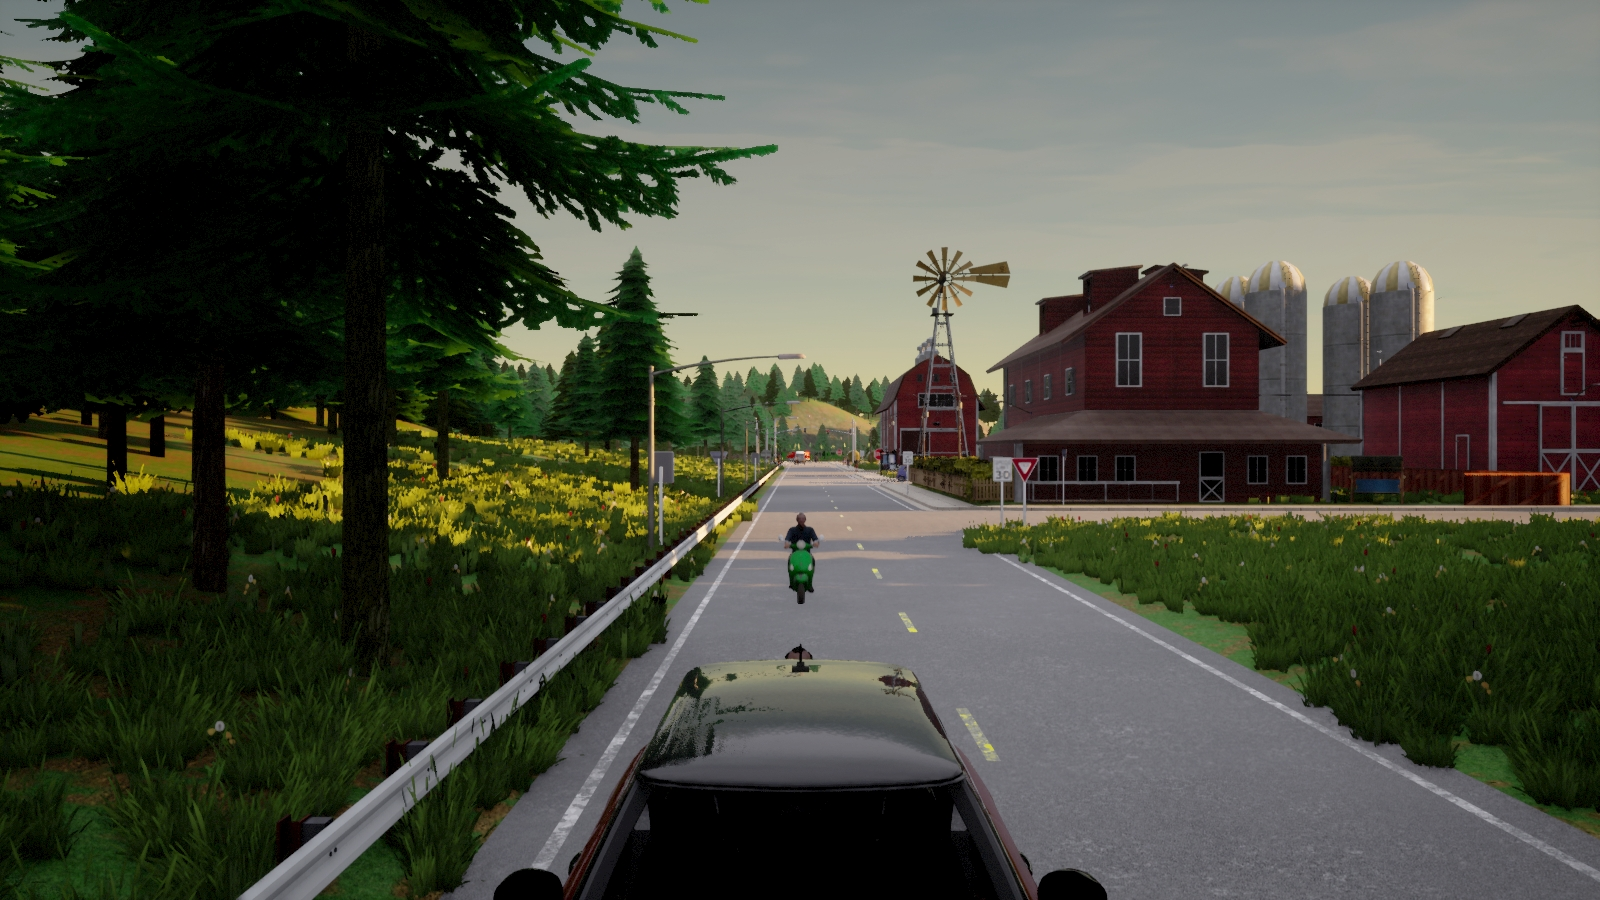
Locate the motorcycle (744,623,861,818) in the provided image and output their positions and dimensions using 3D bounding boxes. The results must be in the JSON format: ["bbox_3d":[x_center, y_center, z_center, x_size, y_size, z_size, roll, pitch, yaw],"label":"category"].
[{"bbox_3d":[0.014,2.231,9.841,0.867,1.251,2.209,-1,-3,0],"label":"motorcycle"}]

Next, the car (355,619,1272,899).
[{"bbox_3d":[0.032,1.899,4.503,2.097,1.767,4.553,0,0,0],"label":"car"}]
